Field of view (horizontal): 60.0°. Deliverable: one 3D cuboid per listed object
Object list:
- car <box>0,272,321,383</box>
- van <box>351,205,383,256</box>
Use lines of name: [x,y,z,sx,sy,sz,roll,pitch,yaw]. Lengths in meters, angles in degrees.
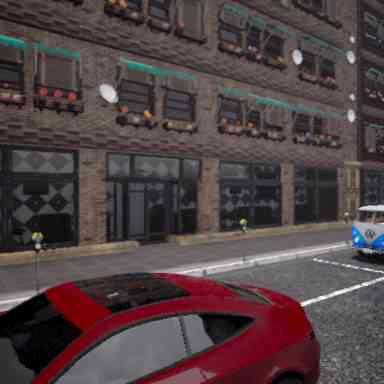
car: [-0.798,1.526,2.777,4.674,1.442,1.812,0,0,-36]
van: [7.278,1.347,11.750,3.998,1.788,1.690,0,0,-35]
